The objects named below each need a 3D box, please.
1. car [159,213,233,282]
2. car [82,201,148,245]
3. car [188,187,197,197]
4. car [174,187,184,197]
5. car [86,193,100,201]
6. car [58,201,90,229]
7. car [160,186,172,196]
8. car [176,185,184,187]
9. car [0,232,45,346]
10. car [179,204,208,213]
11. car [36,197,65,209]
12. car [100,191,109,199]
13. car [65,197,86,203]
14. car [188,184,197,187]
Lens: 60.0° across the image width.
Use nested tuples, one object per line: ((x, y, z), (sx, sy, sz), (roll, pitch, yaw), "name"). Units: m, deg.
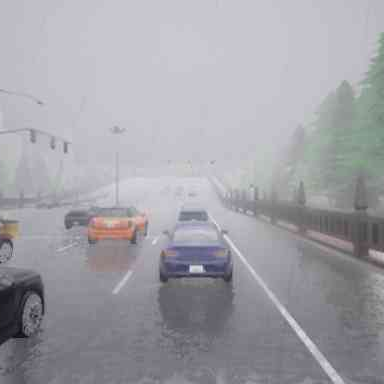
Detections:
((0.100, 1.570, 9.749), (1.812, 1.442, 4.674), (0, 0, 0), "car")
((-3.399, 1.426, 16.062), (2.097, 1.767, 4.553), (0, 0, 0), "car")
((0.089, 0.300, 81.324), (1.882, 1.535, 5.008), (0, 7, 0), "car")
((-3.411, 0.322, 81.345), (1.837, 1.490, 4.892), (0, 7, 0), "car")
((-20.984, 1.460, 68.258), (1.994, 1.385, 4.181), (0, 3, 0), "car")
((-6.900, 1.608, 22.211), (1.837, 1.490, 4.892), (0, 0, 0), "car")
((-6.897, 0.085, 83.807), (2.033, 1.411, 5.357), (0, 7, 0), "car")
((-3.355, -1.111, 91.320), (2.097, 1.767, 4.553), (0, 7, 0), "car")
((-3.401, 1.510, 3.730), (2.128, 1.511, 4.902), (0, 0, 0), "car")
((0.101, 1.584, 23.430), (1.882, 1.535, 5.008), (0, 0, 0), "car")
((-21.072, 1.575, 49.138), (2.097, 1.767, 4.553), (0, 0, 0), "car")
((-20.927, 0.657, 78.490), (2.128, 1.511, 4.902), (0, 5, 0), "car")
((-21.021, 1.773, 58.521), (2.033, 1.411, 5.357), (0, 1, 0), "car")
((0.145, -1.248, 91.344), (2.150, 2.045, 5.566), (0, 7, 0), "car")
